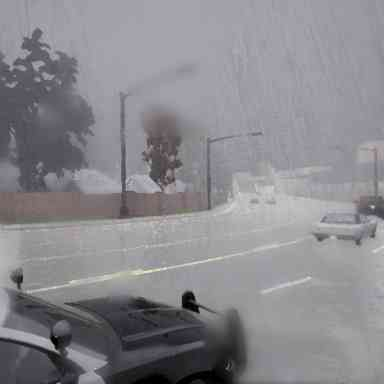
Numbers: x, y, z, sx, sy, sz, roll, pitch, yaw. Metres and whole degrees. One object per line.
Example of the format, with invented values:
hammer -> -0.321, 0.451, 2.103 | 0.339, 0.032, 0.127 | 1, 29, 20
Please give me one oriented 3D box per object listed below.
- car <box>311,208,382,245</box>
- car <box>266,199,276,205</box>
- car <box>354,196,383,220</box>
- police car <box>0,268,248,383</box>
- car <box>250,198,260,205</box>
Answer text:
car -> 7.399, 1.649, 15.829 | 1.895, 1.301, 4.718 | 0, 0, 39
car -> 17.263, 2.069, 72.625 | 1.895, 1.301, 4.718 | -1, -1, 9
car -> 15.504, 1.340, 28.947 | 2.150, 2.045, 5.566 | -1, -1, 24
police car -> -1.760, 1.425, 2.485 | 5.238, 1.638, 1.930 | 0, 0, -36
car -> 13.807, 2.059, 73.186 | 2.033, 1.411, 5.357 | -1, -1, 9
